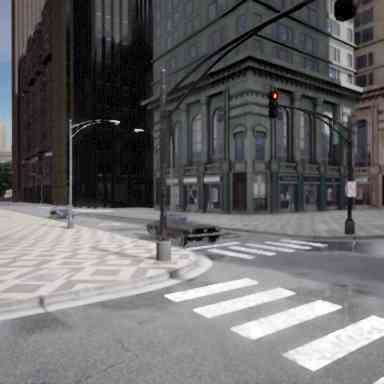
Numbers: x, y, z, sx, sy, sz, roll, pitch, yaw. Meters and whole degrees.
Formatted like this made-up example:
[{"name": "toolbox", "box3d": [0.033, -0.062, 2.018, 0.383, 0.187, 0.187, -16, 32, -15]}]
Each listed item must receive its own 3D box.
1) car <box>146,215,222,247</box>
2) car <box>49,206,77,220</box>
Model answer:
[{"name": "car", "box3d": [-0.546, 1.825, 16.694, 1.895, 1.301, 4.718, 0, -1, -32]}, {"name": "car", "box3d": [-14.172, 2.185, 36.214, 2.033, 1.411, 5.357, 0, -1, -35]}]
